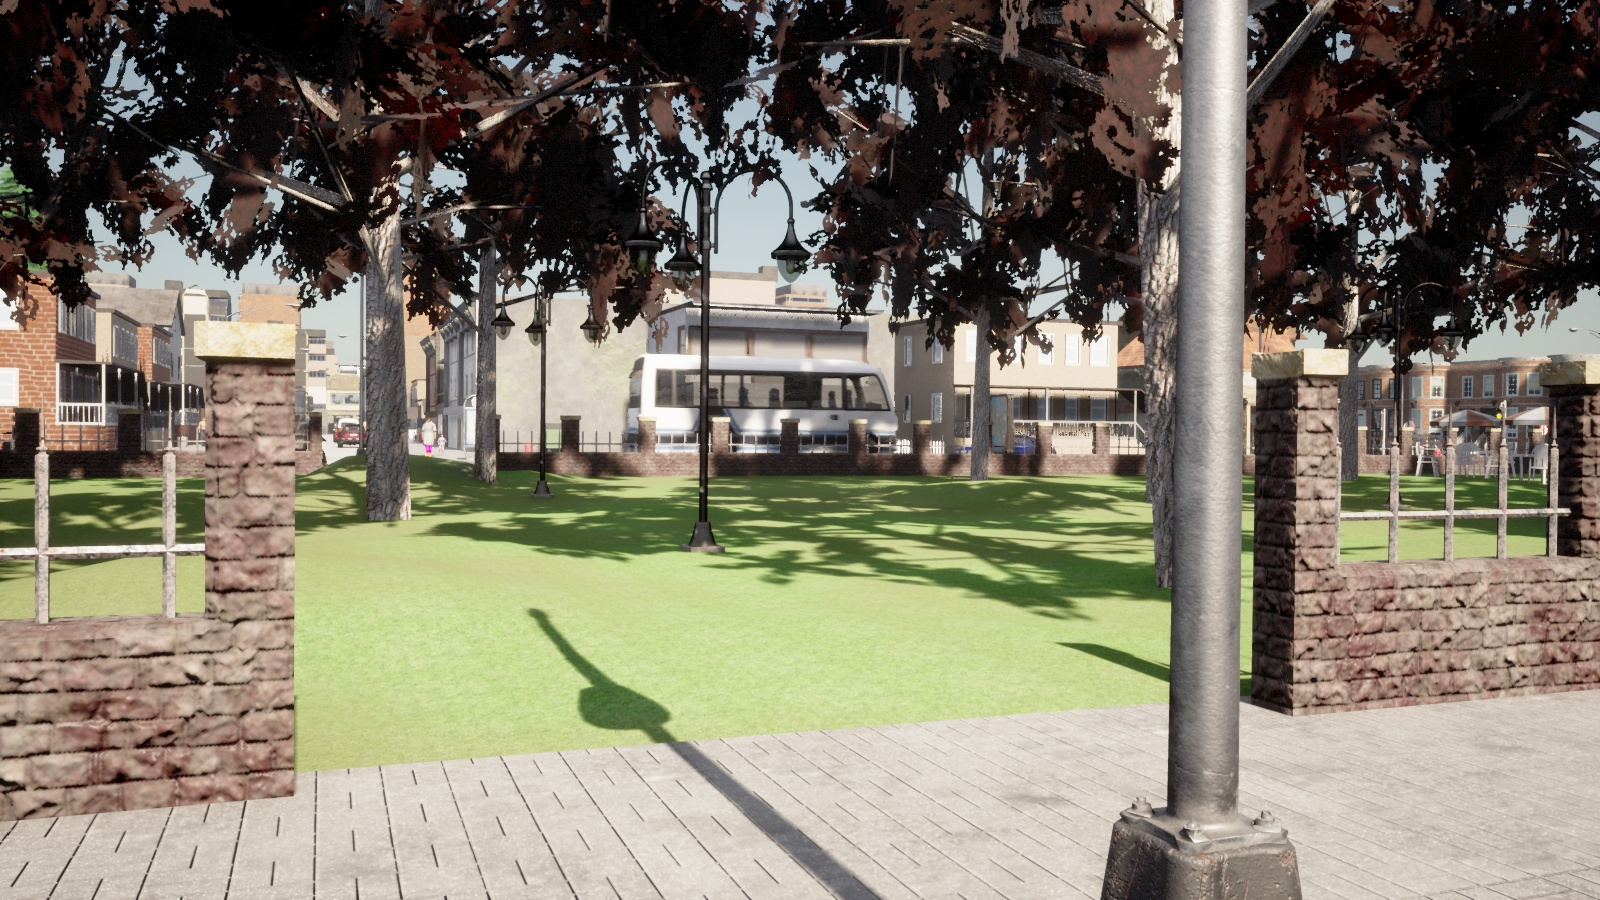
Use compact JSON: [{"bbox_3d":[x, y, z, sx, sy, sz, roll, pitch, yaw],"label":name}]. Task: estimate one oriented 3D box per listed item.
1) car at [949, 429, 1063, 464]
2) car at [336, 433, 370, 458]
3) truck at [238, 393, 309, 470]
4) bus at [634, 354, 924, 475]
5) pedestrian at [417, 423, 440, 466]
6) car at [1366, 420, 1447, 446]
[{"bbox_3d":[9.145,-0.181,55.699,4.674,1.442,1.812,-1,1,-21],"label":"car"},{"bbox_3d":[-30.305,-0.329,85.098,2.033,1.649,4.856,-1,1,-21],"label":"car"},{"bbox_3d":[-25.486,-0.902,61.072,2.891,3.462,7.936,-1,1,-21],"label":"truck"},{"bbox_3d":[-0.850,-1.344,47.618,10.273,4.253,3.944,-1,1,-17],"label":"bus"},{"bbox_3d":[-17.085,-0.247,57.762,0.659,1.952,0.873,0,1,9],"label":"pedestrian"},{"bbox_3d":[40.405,-1.156,83.766,2.242,1.667,4.611,-1,1,-21],"label":"car"}]
